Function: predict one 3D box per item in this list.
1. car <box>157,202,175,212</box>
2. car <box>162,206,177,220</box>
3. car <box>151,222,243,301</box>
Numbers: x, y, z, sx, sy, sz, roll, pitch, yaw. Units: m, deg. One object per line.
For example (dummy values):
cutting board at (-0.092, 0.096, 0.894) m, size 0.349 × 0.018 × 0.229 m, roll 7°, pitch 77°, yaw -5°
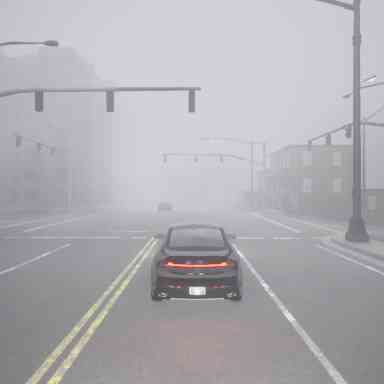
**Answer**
car at (-3.642, 2.066, 45.551) m, size 1.837 × 1.490 × 4.892 m, roll 0°, pitch -5°, yaw 0°
car at (-3.642, 3.522, 54.959) m, size 2.128 × 1.511 × 4.902 m, roll 0°, pitch -12°, yaw 0°
car at (0.092, 1.505, 8.316) m, size 1.837 × 1.490 × 4.892 m, roll 0°, pitch 0°, yaw 0°
